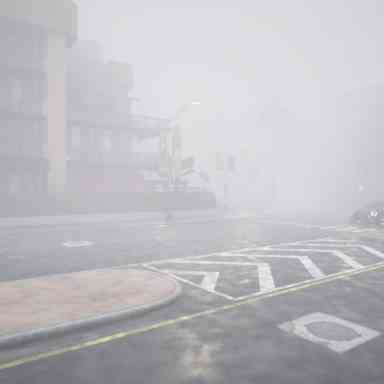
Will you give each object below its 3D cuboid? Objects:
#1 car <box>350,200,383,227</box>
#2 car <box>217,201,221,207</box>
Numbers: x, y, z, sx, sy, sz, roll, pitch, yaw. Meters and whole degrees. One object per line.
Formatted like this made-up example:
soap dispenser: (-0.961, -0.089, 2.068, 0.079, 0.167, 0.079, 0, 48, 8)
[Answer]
car: (12.890, 1.352, 22.392, 4.553, 1.767, 2.097, 0, 0, -22)
car: (2.165, 1.491, 48.636, 2.128, 1.511, 4.902, 0, 0, -35)
